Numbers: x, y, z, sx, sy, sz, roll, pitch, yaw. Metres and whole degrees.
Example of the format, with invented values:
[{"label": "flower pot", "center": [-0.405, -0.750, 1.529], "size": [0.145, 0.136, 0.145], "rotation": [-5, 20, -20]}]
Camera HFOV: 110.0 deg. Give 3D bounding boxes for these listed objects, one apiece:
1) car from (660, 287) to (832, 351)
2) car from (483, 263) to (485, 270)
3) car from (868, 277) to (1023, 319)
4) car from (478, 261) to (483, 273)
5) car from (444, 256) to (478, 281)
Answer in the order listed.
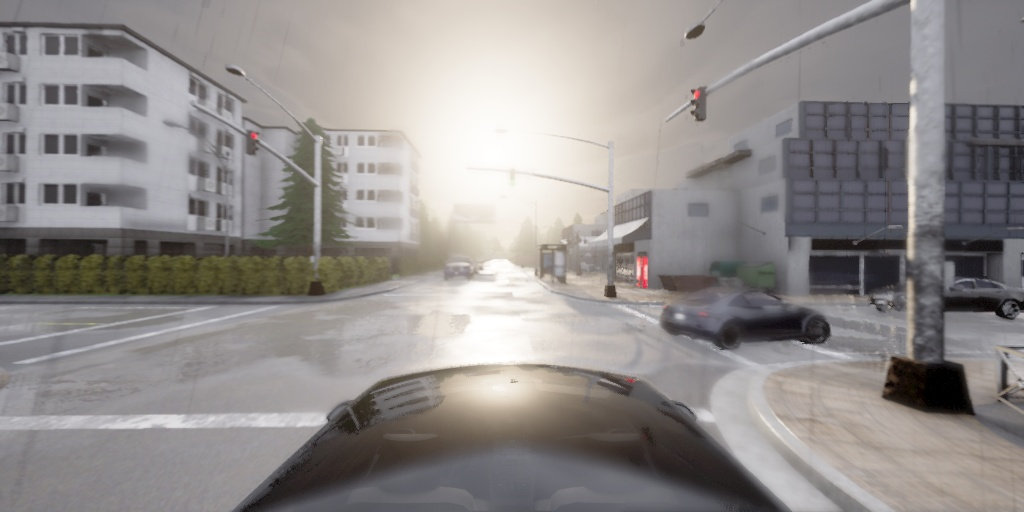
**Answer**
[{"label": "car", "center": [6.131, 1.529, 9.511], "size": [4.181, 1.385, 1.994], "rotation": [1, -1, -16]}, {"label": "car", "center": [-4.924, 1.354, 51.307], "size": [2.033, 1.411, 5.357], "rotation": [0, 0, -1]}, {"label": "car", "center": [16.698, 1.544, 13.865], "size": [4.902, 1.511, 2.128], "rotation": [0, 0, -2]}, {"label": "car", "center": [-4.694, 1.391, 40.731], "size": [1.895, 1.301, 4.718], "rotation": [0, 0, -1]}, {"label": "car", "center": [-4.434, 0.996, 30.842], "size": [2.150, 2.045, 5.566], "rotation": [0, 0, -2]}]
